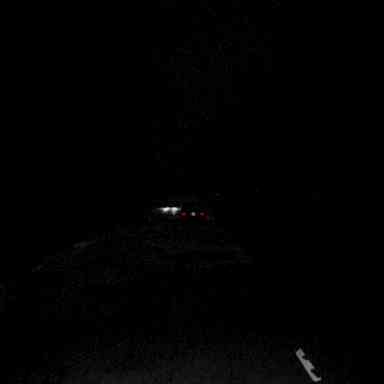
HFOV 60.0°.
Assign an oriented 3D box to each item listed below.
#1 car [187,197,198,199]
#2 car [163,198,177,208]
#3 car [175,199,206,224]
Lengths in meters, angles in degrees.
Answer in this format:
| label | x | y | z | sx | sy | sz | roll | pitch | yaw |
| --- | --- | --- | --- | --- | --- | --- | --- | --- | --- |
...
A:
| label | x | y | z | sx | sy | sz | roll | pitch | yaw |
| --- | --- | --- | --- | --- | --- | --- | --- | --- | --- |
| car | 0.070 | 1.442 | 42.658 | 1.882 | 1.535 | 5.008 | 0 | 0 | 0 |
| car | -3.066 | 1.529 | 47.590 | 1.994 | 1.385 | 4.181 | 0 | 0 | 0 |
| car | 0.096 | 1.519 | 24.694 | 2.033 | 1.411 | 5.357 | 0 | 0 | 0 |
